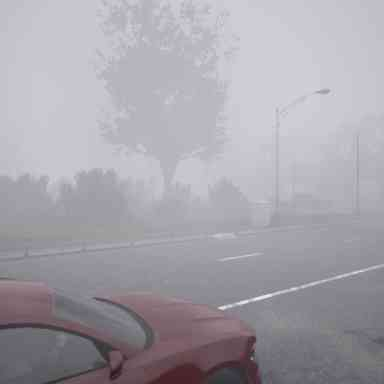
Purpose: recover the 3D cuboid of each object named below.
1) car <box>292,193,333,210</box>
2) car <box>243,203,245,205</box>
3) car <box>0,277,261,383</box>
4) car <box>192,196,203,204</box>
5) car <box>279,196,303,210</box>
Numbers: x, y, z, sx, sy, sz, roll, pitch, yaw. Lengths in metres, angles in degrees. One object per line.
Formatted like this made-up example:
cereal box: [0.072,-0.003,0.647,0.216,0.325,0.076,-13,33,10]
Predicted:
car: [15.206,1.206,42.810,2.150,2.045,5.566,0,0,-32]
car: [6.927,1.479,55.787,1.812,1.442,4.674,0,0,-33]
car: [-1.610,1.478,2.601,5.008,1.535,1.882,0,0,-35]
car: [0.776,1.405,58.765,1.882,1.535,5.008,0,0,-34]
car: [11.449,1.550,42.198,1.994,1.385,4.181,0,0,-32]
